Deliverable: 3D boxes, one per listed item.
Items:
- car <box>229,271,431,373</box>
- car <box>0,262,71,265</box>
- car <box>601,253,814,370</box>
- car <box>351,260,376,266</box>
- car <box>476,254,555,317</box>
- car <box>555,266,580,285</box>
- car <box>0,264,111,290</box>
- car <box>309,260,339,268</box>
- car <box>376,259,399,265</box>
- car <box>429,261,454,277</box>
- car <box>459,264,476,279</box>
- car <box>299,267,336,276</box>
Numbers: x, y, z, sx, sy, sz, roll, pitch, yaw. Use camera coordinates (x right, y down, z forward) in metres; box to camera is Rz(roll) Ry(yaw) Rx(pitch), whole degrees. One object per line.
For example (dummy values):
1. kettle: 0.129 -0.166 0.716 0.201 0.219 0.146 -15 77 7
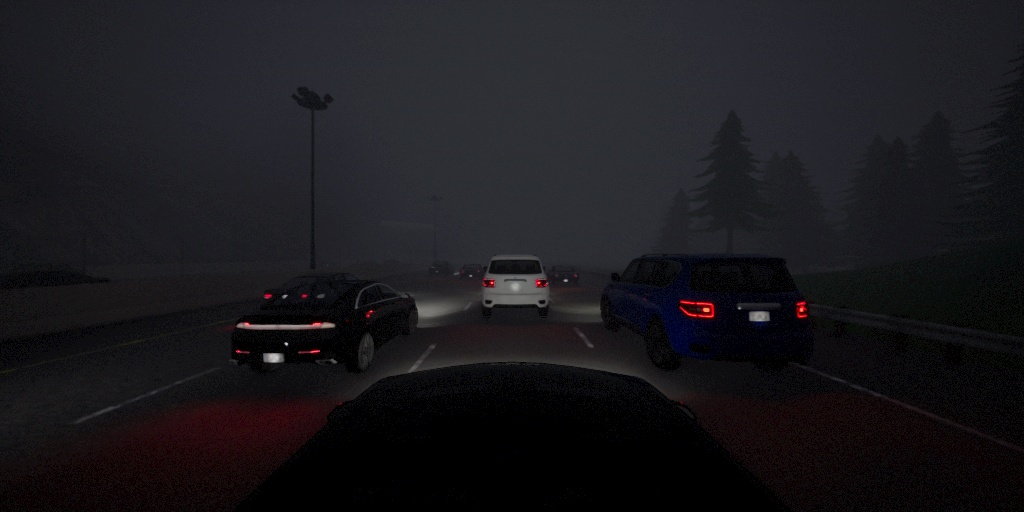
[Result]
1. car: -3.400 1.240 7.543 2.128 1.511 4.902 0 0 0
2. car: -24.599 1.098 17.838 2.097 1.767 4.553 0 0 0
3. car: 3.600 0.970 7.901 2.150 2.045 5.566 0 0 0
4. car: -21.070 1.338 52.106 1.895 1.301 4.718 0 0 0
5. car: 0.098 0.968 13.260 2.150 2.045 5.566 0 0 0
6. car: 3.597 1.344 26.173 1.895 1.301 4.718 0 0 0
7. car: -17.601 1.225 12.784 1.882 1.535 5.008 0 0 0
8. car: -28.044 1.284 53.750 2.033 1.411 5.357 0 0 1
9. car: -17.574 1.242 52.033 1.837 1.490 4.892 0 0 0
10. car: -6.901 1.233 35.390 2.128 1.511 4.902 0 0 0
11. car: -3.403 1.343 31.755 1.895 1.301 4.718 0 0 0
12. car: -6.902 1.294 13.496 2.033 1.411 5.357 0 0 0
